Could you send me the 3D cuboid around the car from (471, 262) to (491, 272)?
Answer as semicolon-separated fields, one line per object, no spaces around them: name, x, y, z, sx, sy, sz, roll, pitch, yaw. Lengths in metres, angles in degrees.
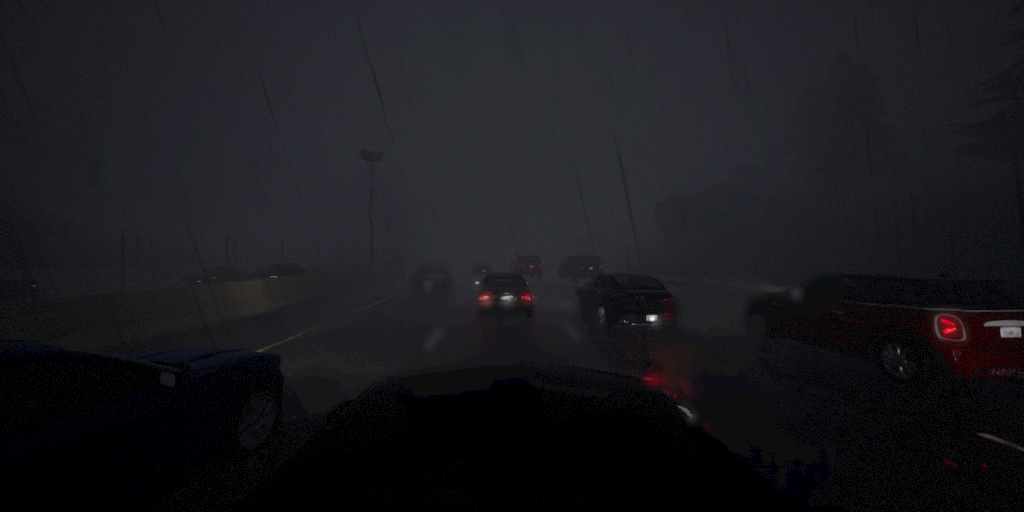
car;-3.121;1.284;36.732;1.812;1.442;4.674;0;0;-10

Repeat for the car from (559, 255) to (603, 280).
car;5.298;0.962;28.100;2.150;2.045;5.566;0;0;-7

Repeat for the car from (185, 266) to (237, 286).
car;-18.844;1.353;23.312;1.994;1.385;4.181;0;0;-6

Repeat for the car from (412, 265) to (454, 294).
car;-4.411;1.251;20.312;2.128;1.511;4.902;0;0;-5

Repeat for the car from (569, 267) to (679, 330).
car;3.274;1.249;11.059;1.837;1.490;4.892;0;0;-3

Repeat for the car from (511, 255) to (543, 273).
car;1.223;0.970;32.015;2.150;2.045;5.566;0;0;-8

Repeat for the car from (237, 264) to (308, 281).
car;-15.379;1.275;23.856;2.128;1.511;4.902;0;0;-6

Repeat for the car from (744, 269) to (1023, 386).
car;6.920;1.088;7.137;2.097;1.767;4.553;0;0;-1

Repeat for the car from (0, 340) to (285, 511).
car;-3.472;1.235;2.000;1.882;1.535;5.008;0;0;0

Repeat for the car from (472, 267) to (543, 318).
car;-0.301;1.299;13.014;2.033;1.411;5.357;0;0;-3

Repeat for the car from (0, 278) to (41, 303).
car;-21.541;1.341;13.280;2.033;1.411;5.357;0;0;-4
